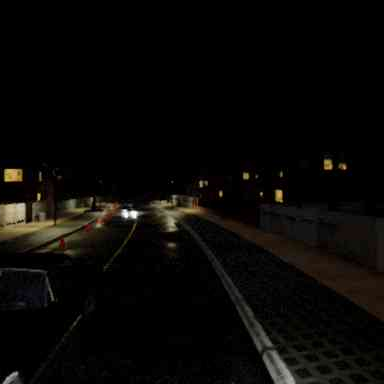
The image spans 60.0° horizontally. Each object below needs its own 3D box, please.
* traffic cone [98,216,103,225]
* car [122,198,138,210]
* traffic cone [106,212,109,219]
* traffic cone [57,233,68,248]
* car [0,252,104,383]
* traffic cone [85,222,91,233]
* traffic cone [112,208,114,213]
[{"bbox_3d":[-6.503,2.016,23.600,0.340,0.580,0.340,0,0,-8],"label":"traffic cone"},{"bbox_3d":[-8.412,1.592,45.302,2.128,1.511,4.902,-1,0,-12],"label":"car"},{"bbox_3d":[-7.249,2.028,28.485,0.340,0.580,0.340,0,0,-9],"label":"traffic cone"},{"bbox_3d":[-5.371,1.995,13.784,0.340,0.580,0.340,0,0,-5],"label":"traffic cone"},{"bbox_3d":[-2.613,1.615,4.476,1.895,1.301,4.718,0,0,-3],"label":"car"},{"bbox_3d":[-5.877,2.004,18.699,0.340,0.580,0.340,0,0,-7],"label":"traffic cone"},{"bbox_3d":[-8.115,2.042,33.350,0.340,0.580,0.340,0,0,-11],"label":"traffic cone"}]
